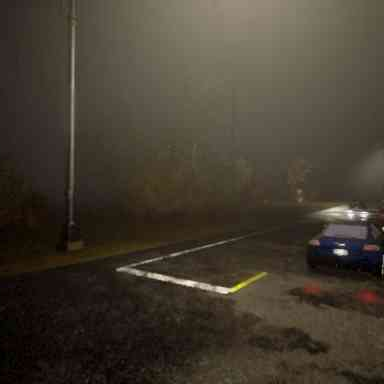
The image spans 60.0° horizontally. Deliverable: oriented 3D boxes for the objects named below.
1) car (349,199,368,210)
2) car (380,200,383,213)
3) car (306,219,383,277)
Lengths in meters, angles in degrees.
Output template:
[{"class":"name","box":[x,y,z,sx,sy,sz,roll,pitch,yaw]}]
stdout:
[{"class":"car","box":[20.985,1.570,41.962,1.895,1.301,4.718,1,0,31]},{"class":"car","box":[21.950,1.489,36.723,1.882,1.535,5.008,1,0,32]},{"class":"car","box":[5.036,1.550,10.425,1.994,1.385,4.181,1,0,34]}]
